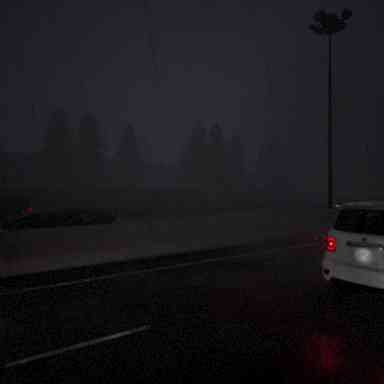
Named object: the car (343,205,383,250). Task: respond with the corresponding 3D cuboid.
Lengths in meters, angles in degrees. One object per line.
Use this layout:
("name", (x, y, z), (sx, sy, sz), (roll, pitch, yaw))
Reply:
("car", (8.775, 1.400, 14.465), (5.008, 1.535, 1.882), (0, 0, -38))

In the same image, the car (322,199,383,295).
("car", (5.249, 1.179, 7.493), (5.566, 2.045, 2.150), (0, 0, -36))

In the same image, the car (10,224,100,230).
("car", (-6.168, 1.493, 12.499), (4.892, 1.490, 1.837), (-1, 0, -36))
